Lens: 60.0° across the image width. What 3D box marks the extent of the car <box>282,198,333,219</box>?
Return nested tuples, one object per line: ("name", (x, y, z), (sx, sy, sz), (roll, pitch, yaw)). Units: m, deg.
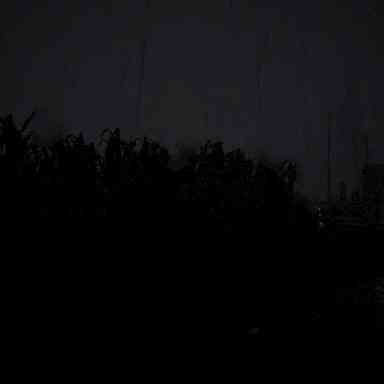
("car", (9.017, 1.291, 27.049), (2.097, 1.767, 4.553), (0, 0, -36))
